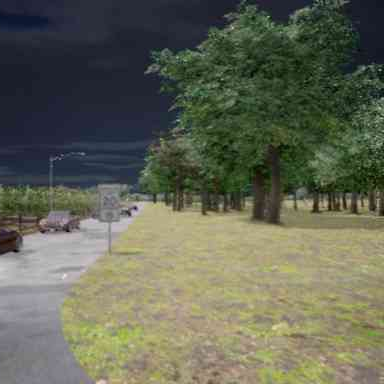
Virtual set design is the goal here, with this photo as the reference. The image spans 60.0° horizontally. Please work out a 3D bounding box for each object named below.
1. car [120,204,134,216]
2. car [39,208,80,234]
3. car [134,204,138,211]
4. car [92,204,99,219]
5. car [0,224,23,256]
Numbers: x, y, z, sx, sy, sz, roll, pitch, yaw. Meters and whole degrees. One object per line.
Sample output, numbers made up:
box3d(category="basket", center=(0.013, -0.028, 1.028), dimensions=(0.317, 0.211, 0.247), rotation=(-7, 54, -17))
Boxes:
box3d(category="car", center=(-10.359, 2.999, 51.357), dimensions=(1.812, 1.442, 4.674), rotation=(-1, -1, -7))
box3d(category="car", center=(-10.077, 2.156, 25.551), dimensions=(2.097, 1.767, 4.553), rotation=(-1, -2, -7))
box3d(category="car", center=(-14.070, 3.710, 79.945), dimensions=(1.882, 1.535, 5.008), rotation=(-1, -1, -7))
box3d(category="car", center=(-12.728, 2.641, 47.253), dimensions=(2.150, 2.045, 5.566), rotation=(-1, -2, -7))
box3d(category="car", center=(-8.552, 2.014, 13.495), dimensions=(1.994, 1.385, 4.181), rotation=(-1, -2, -6))
